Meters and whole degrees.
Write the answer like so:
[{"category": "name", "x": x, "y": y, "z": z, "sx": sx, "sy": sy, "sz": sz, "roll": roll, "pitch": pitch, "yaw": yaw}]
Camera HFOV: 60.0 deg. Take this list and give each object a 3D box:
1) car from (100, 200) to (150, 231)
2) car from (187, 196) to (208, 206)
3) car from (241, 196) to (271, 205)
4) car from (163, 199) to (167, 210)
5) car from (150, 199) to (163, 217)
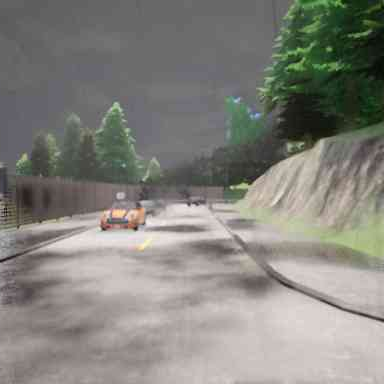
[{"category": "car", "x": -4.084, "y": 1.318, "z": 20.400, "sx": 2.097, "sy": 1.767, "sz": 4.553, "roll": 0, "pitch": 0, "yaw": 0}, {"category": "car", "x": 0.861, "y": 1.421, "z": 51.229, "sx": 1.837, "sy": 1.490, "sz": 4.892, "roll": 0, "pitch": 0, "yaw": 26}, {"category": "car", "x": 10.504, "y": 1.400, "z": 54.722, "sx": 4.902, "sy": 1.511, "sz": 2.128, "roll": 0, "pitch": 0, "yaw": 0}, {"category": "car", "x": -4.152, "y": 1.532, "z": 40.969, "sx": 1.895, "sy": 1.301, "sz": 4.718, "roll": 0, "pitch": 0, "yaw": 0}, {"category": "car", "x": -4.072, "y": 1.474, "z": 30.606, "sx": 1.812, "sy": 1.442, "sz": 4.674, "roll": 0, "pitch": 0, "yaw": 0}]
